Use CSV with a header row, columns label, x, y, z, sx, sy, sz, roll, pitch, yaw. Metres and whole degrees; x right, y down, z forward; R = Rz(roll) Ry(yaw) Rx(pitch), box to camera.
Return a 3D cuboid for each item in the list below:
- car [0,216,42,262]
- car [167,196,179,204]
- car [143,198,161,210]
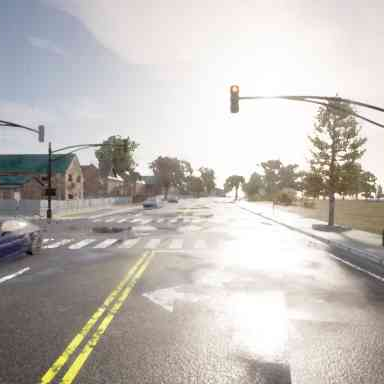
label,x,y,z,sx,sy,sz,roll,pitch,yaw
car,-6.427,1.536,10.487,1.812,1.442,4.674,0,0,1
car,-3.915,1.613,68.803,1.882,1.535,5.008,0,0,4
car,-5.381,1.559,45.099,1.882,1.535,5.008,0,0,3
